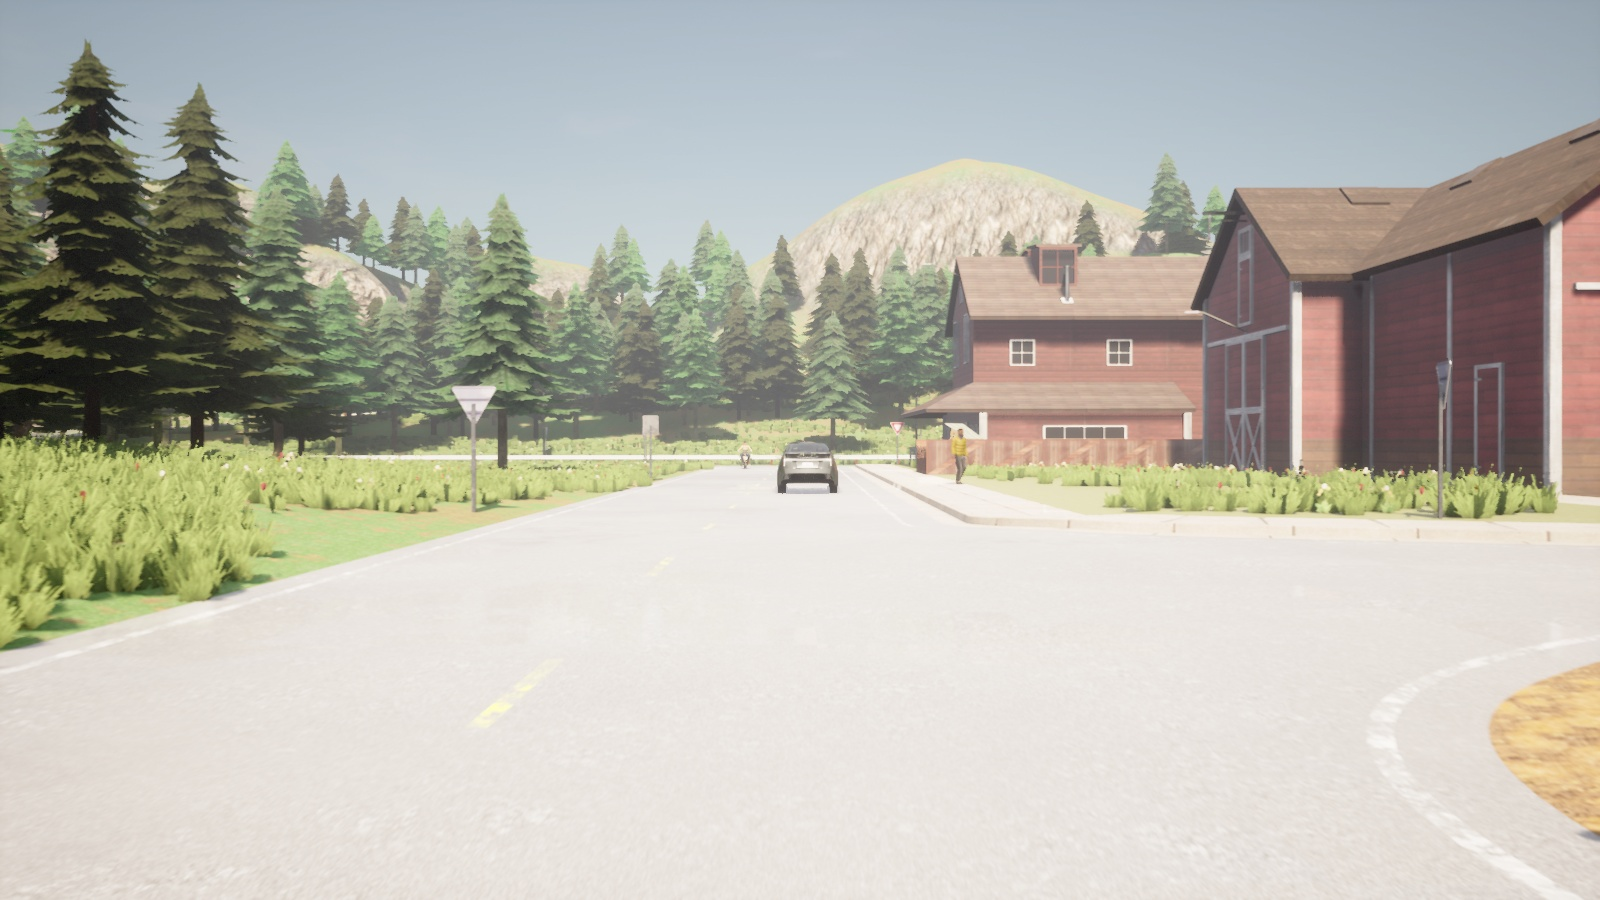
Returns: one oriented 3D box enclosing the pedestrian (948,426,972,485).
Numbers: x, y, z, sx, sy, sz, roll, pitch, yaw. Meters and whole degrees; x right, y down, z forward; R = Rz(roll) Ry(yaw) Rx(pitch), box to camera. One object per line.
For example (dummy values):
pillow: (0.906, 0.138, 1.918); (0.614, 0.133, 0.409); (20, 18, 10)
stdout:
pedestrian: (5.008, 0.173, 39.390); (0.431, 1.840, 0.709); (0, 0, -26)

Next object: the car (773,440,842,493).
car: (0.234, 0.465, 38.693); (2.007, 1.525, 4.514); (0, 0, 0)
